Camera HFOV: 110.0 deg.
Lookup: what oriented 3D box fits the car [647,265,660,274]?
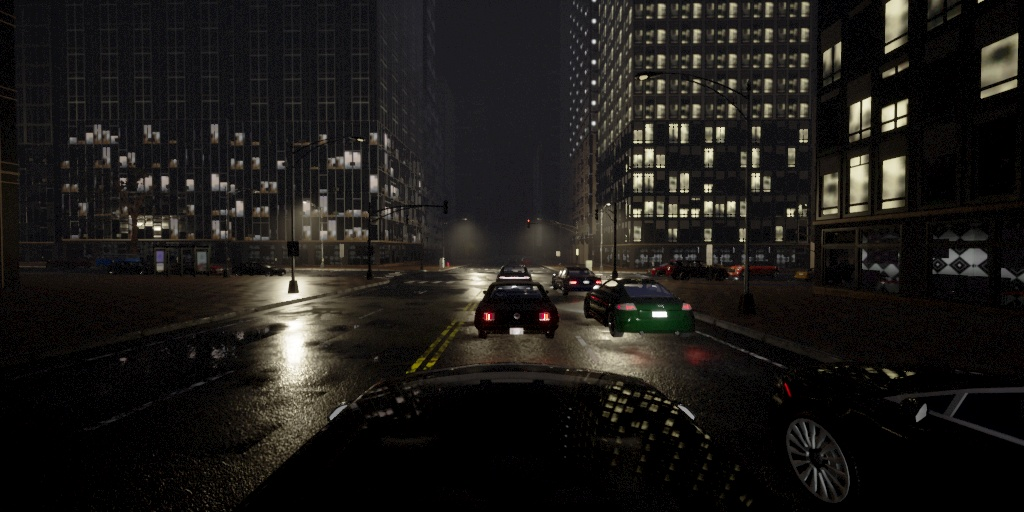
[{"bbox_3d":[16.308,1.424,37.397,4.181,1.385,1.994,1,1,1],"label":"car"}]

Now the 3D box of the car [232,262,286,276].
[{"bbox_3d":[-22.707,1.173,32.184,4.313,1.339,1.948,0,0,1],"label":"car"}]

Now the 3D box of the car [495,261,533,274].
[{"bbox_3d":[0.113,1.232,19.279,2.128,1.511,4.902,0,0,0],"label":"car"}]

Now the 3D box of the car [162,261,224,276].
[{"bbox_3d":[-28.391,1.137,32.323,4.207,1.307,1.802,0,0,1],"label":"car"}]

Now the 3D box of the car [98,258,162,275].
[{"bbox_3d":[-34.072,1.069,32.501,4.313,1.339,1.948,0,0,1],"label":"car"}]

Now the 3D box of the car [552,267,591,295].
[{"bbox_3d":[3.399,1.288,19.481,2.033,1.411,5.357,0,0,-3],"label":"car"}]

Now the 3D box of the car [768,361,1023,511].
[{"bbox_3d":[3.340,1.242,1.421,2.128,1.511,4.902,0,0,0],"label":"car"}]

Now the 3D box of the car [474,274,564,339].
[{"bbox_3d":[0.106,1.347,10.023,1.895,1.301,4.718,0,0,0],"label":"car"}]

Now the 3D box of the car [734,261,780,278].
[{"bbox_3d":[25.019,1.289,37.237,4.553,1.767,2.097,1,1,1],"label":"car"}]

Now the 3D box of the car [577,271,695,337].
[{"bbox_3d":[3.365,1.310,10.251,1.994,1.385,4.181,0,0,-1],"label":"car"}]

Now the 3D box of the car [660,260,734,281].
[{"bbox_3d":[16.217,1.268,31.622,5.009,1.841,2.192,0,0,1],"label":"car"}]

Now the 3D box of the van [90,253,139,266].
[{"bbox_3d":[-45.255,0.604,41.172,3.998,1.789,1.690,0,0,1],"label":"van"}]

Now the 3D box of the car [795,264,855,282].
[{"bbox_3d":[27.665,1.578,31.415,4.829,1.417,1.751,0,0,1],"label":"car"}]
